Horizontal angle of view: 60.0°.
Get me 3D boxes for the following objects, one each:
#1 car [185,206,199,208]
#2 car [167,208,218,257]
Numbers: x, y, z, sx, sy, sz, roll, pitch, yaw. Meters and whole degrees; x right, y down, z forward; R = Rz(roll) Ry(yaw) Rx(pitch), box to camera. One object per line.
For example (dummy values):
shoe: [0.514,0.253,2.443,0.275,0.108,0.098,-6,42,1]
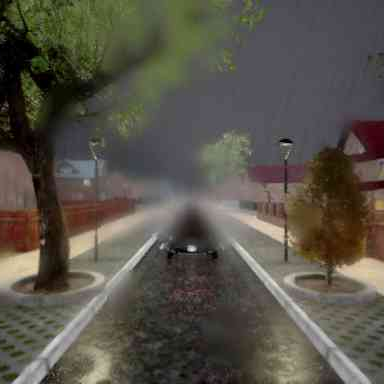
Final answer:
car: [0.026,1.867,28.469,1.994,1.385,4.181,0,-1,0]
car: [0.020,1.647,13.490,1.837,1.490,4.892,0,0,0]
